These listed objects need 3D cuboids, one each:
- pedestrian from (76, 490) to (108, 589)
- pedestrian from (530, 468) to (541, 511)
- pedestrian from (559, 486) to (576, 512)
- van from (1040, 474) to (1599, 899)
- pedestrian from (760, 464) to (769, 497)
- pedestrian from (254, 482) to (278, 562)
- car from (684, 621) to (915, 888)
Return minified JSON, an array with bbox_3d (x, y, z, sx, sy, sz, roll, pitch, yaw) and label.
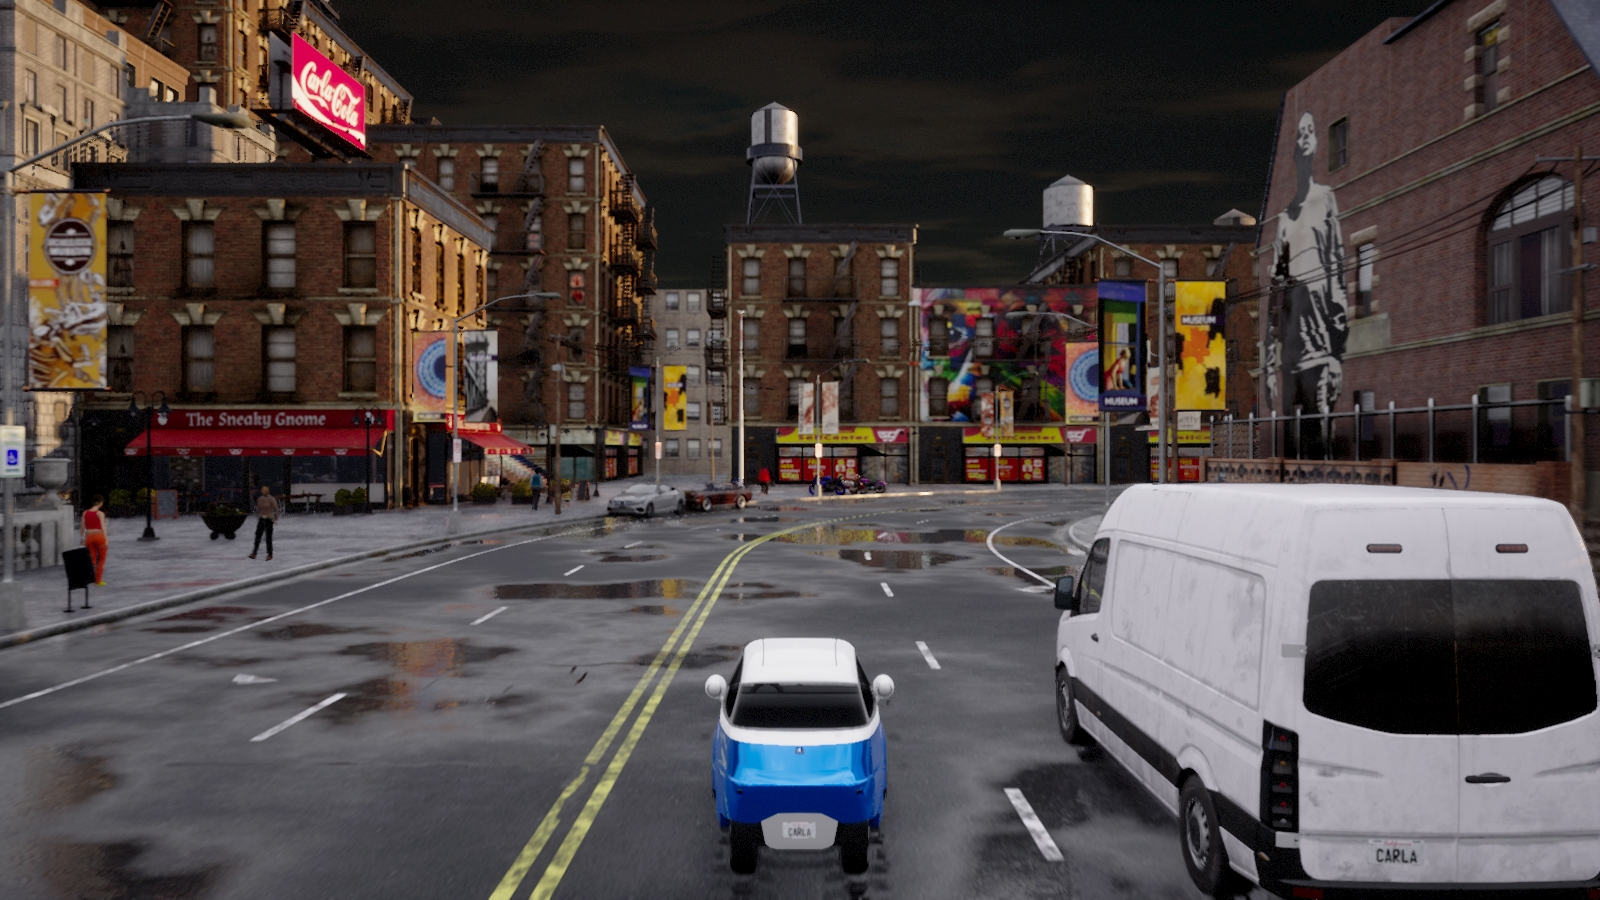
[{"bbox_3d":[-13.490,1.697,21.766,0.375,1.860,0.375,0,0,3],"label":"pedestrian"},{"bbox_3d":[-11.372,1.697,49.149,0.375,1.860,0.375,0,0,6],"label":"pedestrian"},{"bbox_3d":[-9.859,2.077,48.415,0.500,1.100,0.500,0,0,-44],"label":"pedestrian"},{"bbox_3d":[3.509,1.534,9.009,1.988,2.561,5.915,0,0,0],"label":"van"},{"bbox_3d":[-2.013,1.697,64.337,0.375,1.860,0.375,0,0,26],"label":"pedestrian"},{"bbox_3d":[-12.600,1.696,26.967,0.375,1.860,0.375,0,0,1],"label":"pedestrian"},{"bbox_3d":[-0.003,2.120,8.442,1.481,1.376,2.207,0,0,0],"label":"car"}]
